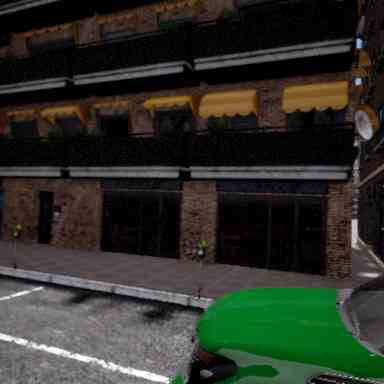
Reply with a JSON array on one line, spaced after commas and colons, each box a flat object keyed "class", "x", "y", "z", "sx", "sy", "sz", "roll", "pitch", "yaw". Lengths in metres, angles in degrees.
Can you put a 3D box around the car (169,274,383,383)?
[{"class": "car", "x": 2.583, "y": 1.412, "z": 2.386, "sx": 5.566, "sy": 2.045, "sz": 2.150, "roll": 1, "pitch": -2, "yaw": 23}]
